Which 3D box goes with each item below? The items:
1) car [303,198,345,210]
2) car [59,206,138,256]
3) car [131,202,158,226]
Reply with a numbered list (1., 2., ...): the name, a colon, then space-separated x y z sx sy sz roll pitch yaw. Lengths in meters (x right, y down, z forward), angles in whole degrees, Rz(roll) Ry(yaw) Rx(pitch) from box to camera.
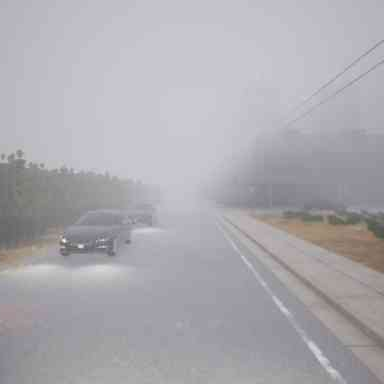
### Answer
1. car: 15.122 1.521 37.955 4.892 1.490 1.837 1 0 0
2. car: -3.583 1.499 13.135 1.837 1.490 4.892 0 0 0
3. car: -3.547 1.501 23.438 1.837 1.490 4.892 0 0 1
